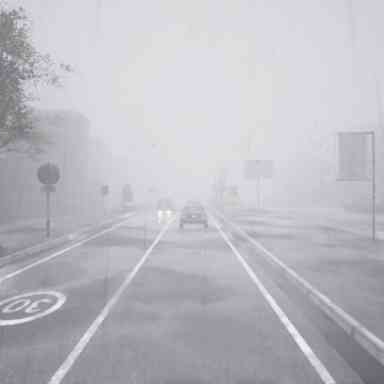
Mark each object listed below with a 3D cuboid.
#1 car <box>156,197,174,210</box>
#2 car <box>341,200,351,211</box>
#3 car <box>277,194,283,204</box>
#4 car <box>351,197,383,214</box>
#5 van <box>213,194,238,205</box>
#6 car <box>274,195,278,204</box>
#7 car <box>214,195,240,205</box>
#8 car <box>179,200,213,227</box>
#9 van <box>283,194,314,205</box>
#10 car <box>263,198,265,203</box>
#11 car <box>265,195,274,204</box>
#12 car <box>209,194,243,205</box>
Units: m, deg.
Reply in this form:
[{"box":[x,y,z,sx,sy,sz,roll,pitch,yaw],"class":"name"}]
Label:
[{"box":[-3.320,1.433,41.507,2.128,1.511,4.902,0,0,0],"class":"car"},{"box":[18.704,1.437,36.135,4.674,1.452,2.002,0,0,0],"class":"car"},{"box":[18.741,1.549,59.723,5.366,1.575,1.946,0,-1,0],"class":"car"},{"box":[18.773,1.275,32.964,4.553,1.767,2.185,0,0,0],"class":"car"},{"box":[6.376,1.395,63.443,4.442,1.987,1.878,0,-1,0],"class":"van"},{"box":[18.722,1.597,62.384,5.366,1.575,1.946,0,-1,0],"class":"car"},{"box":[6.314,1.435,60.403,4.553,1.767,2.185,0,-1,0],"class":"car"},{"box":[0.111,1.520,22.499,2.033,1.411,5.357,0,0,0],"class":"car"},{"box":[18.460,1.282,56.931,4.442,1.987,1.878,0,-1,0],"class":"van"},{"box":[18.453,1.801,70.889,4.892,1.521,2.231,0,-2,-1],"class":"car"},{"box":[18.464,1.473,68.104,5.566,2.045,2.435,0,-2,-1],"class":"car"},{"box":[6.120,1.512,57.482,5.366,1.575,1.946,0,-1,0],"class":"car"}]
